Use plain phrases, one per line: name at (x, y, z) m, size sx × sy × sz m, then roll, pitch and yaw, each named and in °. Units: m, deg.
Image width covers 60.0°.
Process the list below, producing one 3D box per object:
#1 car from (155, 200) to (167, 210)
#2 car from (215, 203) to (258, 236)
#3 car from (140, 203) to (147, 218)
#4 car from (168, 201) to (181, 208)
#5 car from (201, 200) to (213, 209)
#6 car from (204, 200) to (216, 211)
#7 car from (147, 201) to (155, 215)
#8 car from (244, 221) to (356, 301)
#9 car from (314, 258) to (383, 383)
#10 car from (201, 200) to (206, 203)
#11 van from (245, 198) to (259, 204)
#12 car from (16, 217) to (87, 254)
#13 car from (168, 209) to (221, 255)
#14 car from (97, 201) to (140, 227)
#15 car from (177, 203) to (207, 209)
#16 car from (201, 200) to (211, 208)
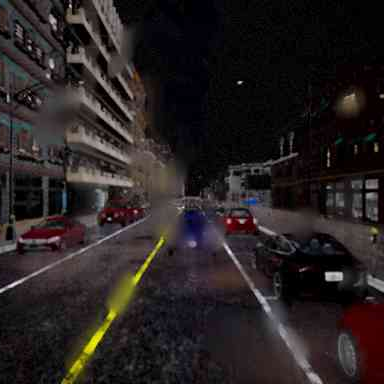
car at (-5.696, 2.160, 53.938) m, size 1.947 × 1.339 × 4.313 m, roll 0°, pitch -1°, yaw 0°
car at (2.685, 1.651, 19.757) m, size 1.967 × 1.590 × 4.097 m, roll 0°, pitch -1°, yaw 0°
car at (-5.696, 1.775, 31.153) m, size 1.967 × 1.590 × 4.097 m, roll 0°, pitch -1°, yaw 0°
car at (-3.019, 2.314, 63.868) m, size 1.895 × 1.301 × 4.718 m, roll 0°, pitch -1°, yaw 1°
car at (2.685, 2.207, 59.629) m, size 1.887 × 1.381 × 4.507 m, roll 0°, pitch -1°, yaw 0°
car at (2.686, 1.949, 36.845) m, size 2.008 × 1.369 × 4.403 m, roll 0°, pitch -1°, yaw 0°
car at (-5.695, 1.949, 36.849) m, size 2.008 × 1.369 × 4.403 m, roll 0°, pitch -1°, yaw 0°
car at (2.687, 1.655, 8.363) m, size 1.947 × 1.339 × 4.313 m, roll 0°, pitch -1°, yaw 0°
car at (2.687, 1.611, 2.667) m, size 1.802 × 1.307 × 4.206 m, roll 0°, pitch -1°, yaw 0°
car at (2.685, 2.073, 48.236) m, size 1.887 × 1.381 × 4.507 m, roll 0°, pitch -1°, yaw 0°
van at (14.657, 2.340, 81.789) m, size 3.998 × 1.788 × 1.690 m, roll 0°, pitch 0°, yaw 0°
car at (-5.694, 1.731, 14.062) m, size 1.802 × 1.307 × 4.206 m, roll 0°, pitch -1°, yaw 0°
car at (0.023, 1.673, 13.886) m, size 1.812 × 1.442 × 4.674 m, roll 0°, pitch 0°, yaw 0°
car at (-5.696, 1.587, 25.458) m, size 2.192 × 1.841 × 5.009 m, roll 0°, pitch -1°, yaw 0°
car at (0.017, 1.870, 28.528) m, size 1.994 × 1.385 × 4.181 m, roll 0°, pitch -1°, yaw 1°
car at (2.684, 2.258, 65.496) m, size 1.752 × 1.417 × 4.829 m, roll 0°, pitch -1°, yaw 0°
